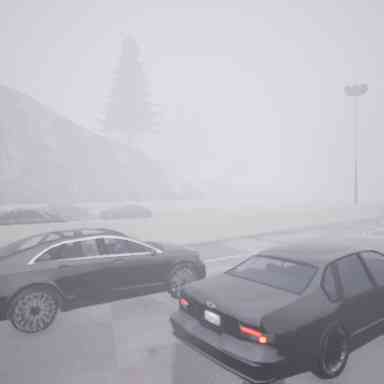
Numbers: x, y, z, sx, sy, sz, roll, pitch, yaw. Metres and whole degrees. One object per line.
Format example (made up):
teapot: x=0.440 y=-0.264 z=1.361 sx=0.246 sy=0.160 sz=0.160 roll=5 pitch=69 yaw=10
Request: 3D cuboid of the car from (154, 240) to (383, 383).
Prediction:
car: x=2.244 y=1.546 z=5.497 sx=5.357 sy=1.411 sz=2.033 roll=0 pitch=0 yaw=-37

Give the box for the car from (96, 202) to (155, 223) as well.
car: x=-5.240 y=1.593 z=26.573 sx=4.181 sy=1.385 sz=1.994 roll=0 pitch=0 yaw=-39

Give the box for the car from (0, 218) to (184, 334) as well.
car: x=-1.892 y=1.501 z=6.819 sx=4.902 sy=1.511 sz=2.128 roll=0 pitch=0 yaw=-36

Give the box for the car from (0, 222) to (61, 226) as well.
car: x=-8.339 y=1.535 z=15.337 sx=4.892 sy=1.490 sz=1.837 roll=0 pitch=0 yaw=-37
